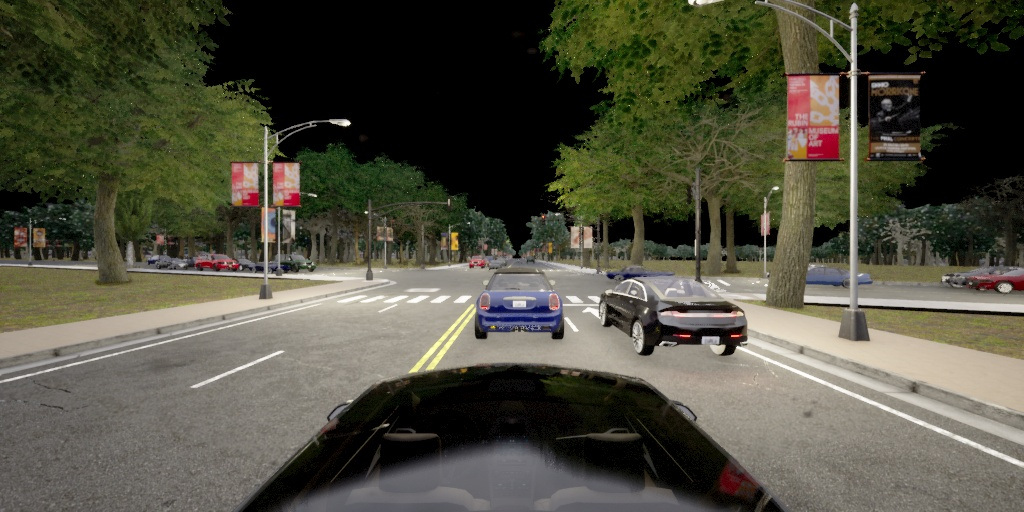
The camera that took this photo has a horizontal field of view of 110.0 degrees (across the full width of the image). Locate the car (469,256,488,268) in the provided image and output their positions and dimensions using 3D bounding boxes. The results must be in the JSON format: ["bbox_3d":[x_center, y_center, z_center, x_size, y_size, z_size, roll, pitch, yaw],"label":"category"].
[{"bbox_3d":[-5.587,0.978,58.009,2.150,2.045,5.566,0,0,1],"label":"car"}]

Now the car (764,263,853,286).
[{"bbox_3d":[22.625,1.373,27.659,4.902,1.511,2.128,0,0,26],"label":"car"}]

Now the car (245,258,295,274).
[{"bbox_3d":[-26.006,1.225,38.514,4.718,1.301,1.895,0,0,27],"label":"car"}]

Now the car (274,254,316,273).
[{"bbox_3d":[-25.511,0.840,41.870,5.566,2.045,2.150,0,0,24],"label":"car"}]

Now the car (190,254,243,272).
[{"bbox_3d":[-35.070,0.797,42.575,5.566,2.045,2.150,0,0,24],"label":"car"}]

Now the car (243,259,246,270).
[{"bbox_3d":[-34.670,1.074,45.965,4.892,1.490,1.837,0,0,24],"label":"car"}]

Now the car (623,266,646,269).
[{"bbox_3d":[9.557,1.419,26.622,4.718,1.301,1.895,0,0,34],"label":"car"}]

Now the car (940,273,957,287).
[{"bbox_3d":[31.836,1.430,23.553,4.902,1.511,2.128,0,0,24],"label":"car"}]

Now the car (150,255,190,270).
[{"bbox_3d":[-44.261,1.021,46.700,4.902,1.511,2.128,0,0,24],"label":"car"}]

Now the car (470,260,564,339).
[{"bbox_3d":[0.199,1.102,10.192,2.097,1.767,4.553,0,0,1],"label":"car"}]

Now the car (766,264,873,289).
[{"bbox_3d":[21.158,1.429,24.790,5.357,1.411,2.033,0,0,21],"label":"car"}]

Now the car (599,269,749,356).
[{"bbox_3d":[3.434,1.241,8.602,2.128,1.511,4.902,0,0,0],"label":"car"}]

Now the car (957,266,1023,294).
[{"bbox_3d":[30.139,1.414,20.753,5.008,1.535,1.882,0,0,24],"label":"car"}]

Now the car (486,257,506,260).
[{"bbox_3d":[-2.183,1.260,46.944,1.837,1.490,4.892,0,-1,-4],"label":"car"}]
